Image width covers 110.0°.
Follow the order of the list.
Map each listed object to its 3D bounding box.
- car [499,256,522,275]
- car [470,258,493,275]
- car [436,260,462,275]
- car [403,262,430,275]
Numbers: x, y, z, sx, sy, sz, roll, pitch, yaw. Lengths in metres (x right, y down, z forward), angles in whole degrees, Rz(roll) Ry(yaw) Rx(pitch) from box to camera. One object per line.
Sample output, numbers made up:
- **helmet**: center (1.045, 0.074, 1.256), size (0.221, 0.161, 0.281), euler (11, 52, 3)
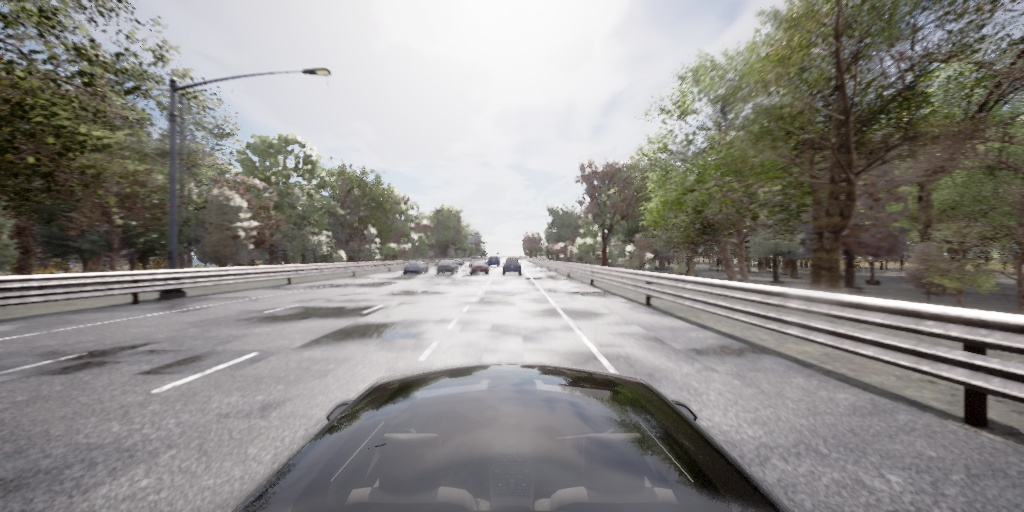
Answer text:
- **car**: center (0.015, 1.114, 39.395), size (2.097, 1.767, 4.553), euler (0, 0, 0)
- **car**: center (-3.483, 1.289, 39.721), size (1.812, 1.442, 4.674), euler (0, 0, 0)
- **car**: center (-6.985, 1.270, 39.217), size (1.837, 1.490, 4.892), euler (0, 1, 0)
- **car**: center (-10.486, 1.328, 39.589), size (1.994, 1.385, 4.181), euler (0, 0, 0)
